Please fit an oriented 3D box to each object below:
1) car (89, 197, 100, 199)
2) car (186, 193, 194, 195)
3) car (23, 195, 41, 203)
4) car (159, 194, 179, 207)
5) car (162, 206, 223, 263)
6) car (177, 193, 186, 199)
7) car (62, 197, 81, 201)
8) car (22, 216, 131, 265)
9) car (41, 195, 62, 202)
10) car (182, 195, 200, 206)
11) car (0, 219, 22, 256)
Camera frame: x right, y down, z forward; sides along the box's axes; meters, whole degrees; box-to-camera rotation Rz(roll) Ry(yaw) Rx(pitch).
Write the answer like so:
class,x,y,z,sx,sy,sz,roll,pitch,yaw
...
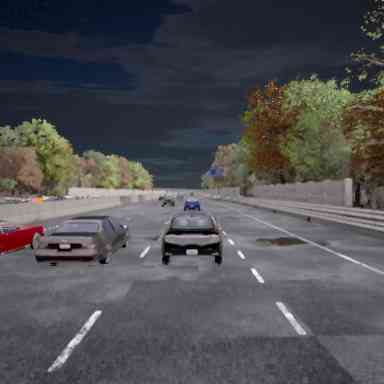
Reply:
class,x,y,z,sx,sy,sz,roll,pitch,yaw
car,-17.488,1.521,59.518,2.033,1.411,5.357,0,0,0
car,0.029,1.492,76.981,1.994,1.385,4.181,0,0,0
car,-27.933,1.330,58.978,2.097,1.767,4.553,0,0,1
car,-3.483,1.469,51.186,1.837,1.490,4.892,0,0,0
car,0.004,1.482,11.840,2.128,1.511,4.902,0,0,0
car,-3.465,1.454,94.873,2.128,1.511,4.902,0,0,0
car,-20.991,1.543,59.517,1.994,1.385,4.181,0,0,0
car,-3.497,1.541,11.665,2.033,1.411,5.357,0,0,0
car,-24.488,1.504,59.353,1.837,1.490,4.892,0,1,0
car,0.016,1.445,41.025,1.882,1.535,5.008,0,0,0
car,-6.997,1.597,11.553,1.895,1.301,4.718,0,0,0
